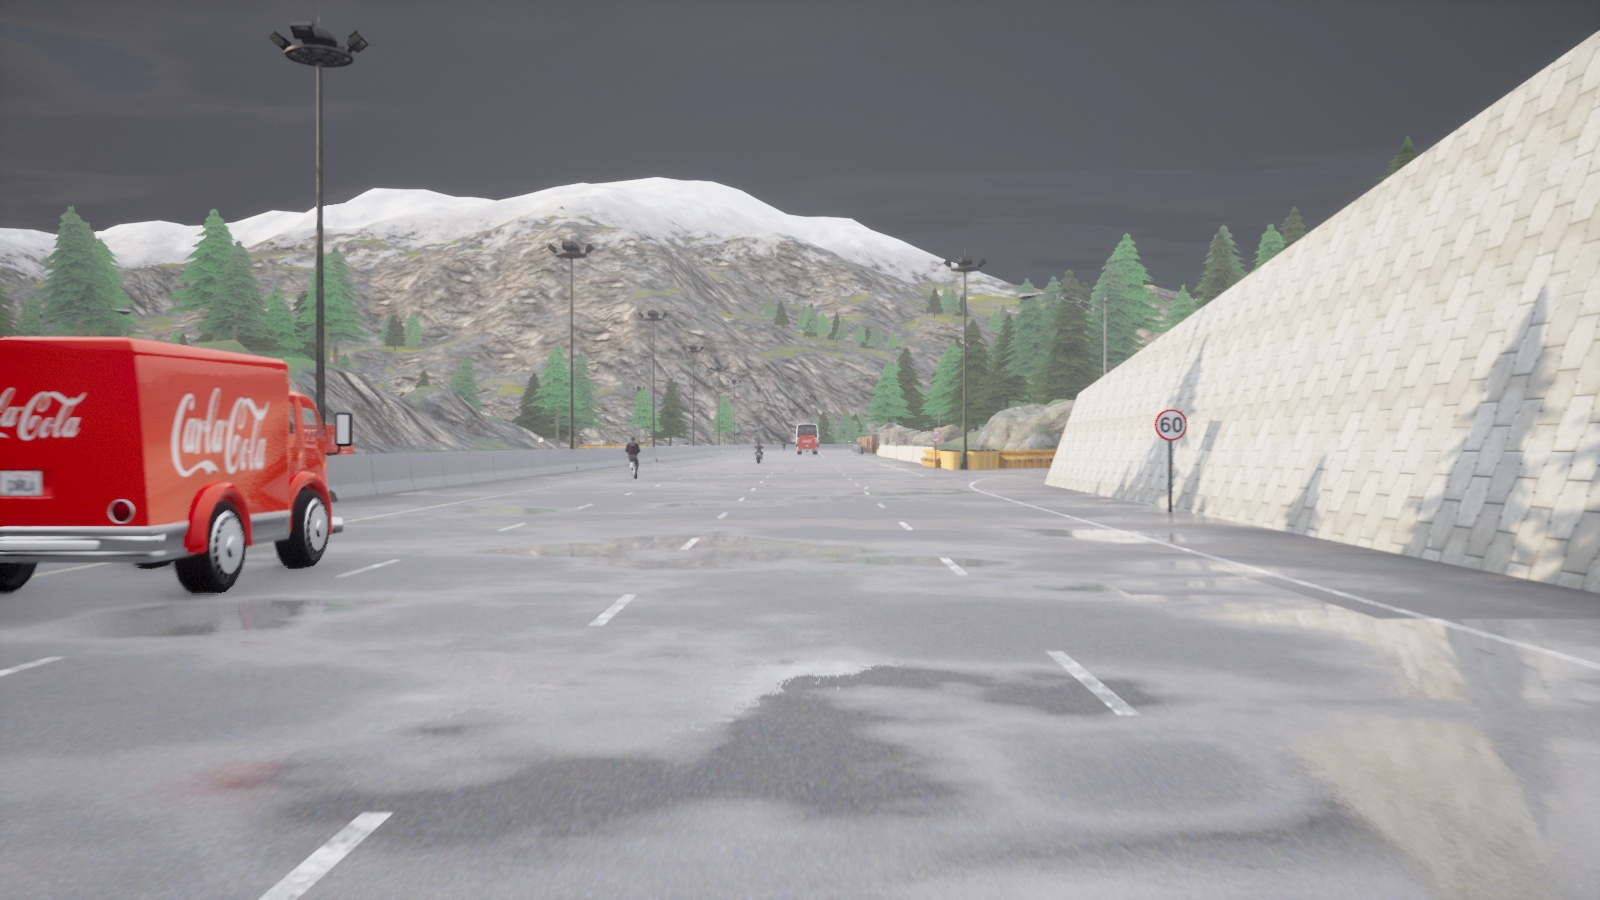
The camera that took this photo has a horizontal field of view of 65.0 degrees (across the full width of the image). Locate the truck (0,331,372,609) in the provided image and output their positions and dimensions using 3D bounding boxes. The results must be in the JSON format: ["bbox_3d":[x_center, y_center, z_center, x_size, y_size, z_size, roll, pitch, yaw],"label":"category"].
[{"bbox_3d":[-6.906,0.173,13.782,2.627,2.467,5.204,0,0,0],"label":"truck"}]

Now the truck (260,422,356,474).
[{"bbox_3d":[-24.132,-0.103,61.855,2.627,2.467,5.204,0,0,0],"label":"truck"}]
